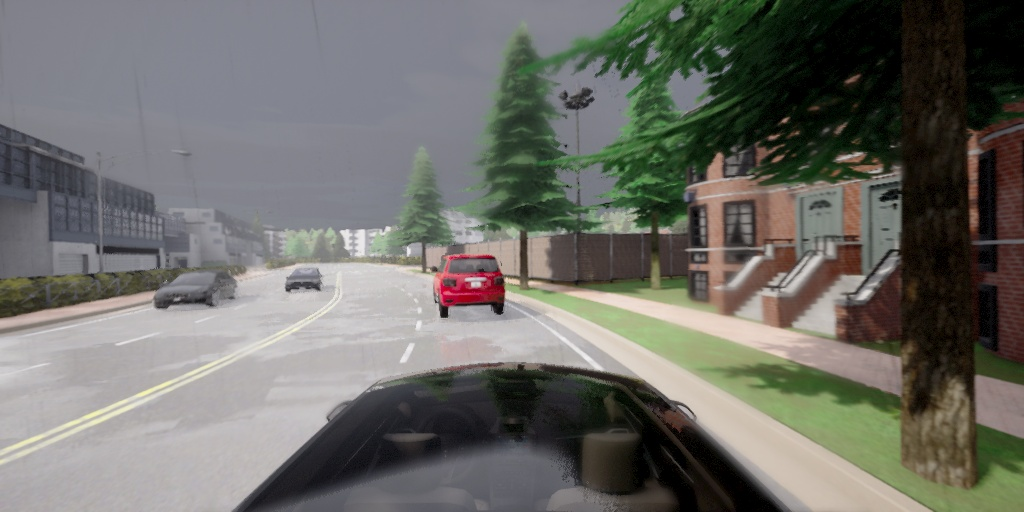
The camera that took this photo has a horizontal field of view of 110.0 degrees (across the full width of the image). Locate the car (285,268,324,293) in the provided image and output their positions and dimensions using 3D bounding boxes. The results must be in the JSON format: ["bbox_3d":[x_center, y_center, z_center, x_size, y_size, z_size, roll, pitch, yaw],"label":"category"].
[{"bbox_3d":[-12.950,1.452,22.621,2.033,1.411,5.357,-1,0,-25],"label":"car"}]

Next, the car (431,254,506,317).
[{"bbox_3d":[-1.781,0.972,13.596,2.150,2.045,5.566,-1,0,-15],"label":"car"}]

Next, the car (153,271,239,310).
[{"bbox_3d":[-13.925,1.440,16.123,1.837,1.490,4.892,-1,0,-23],"label":"car"}]
